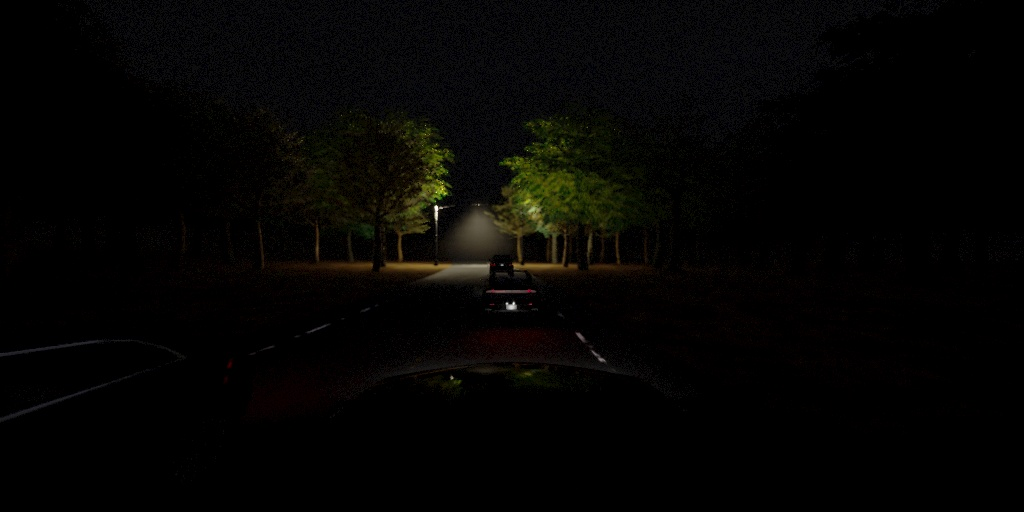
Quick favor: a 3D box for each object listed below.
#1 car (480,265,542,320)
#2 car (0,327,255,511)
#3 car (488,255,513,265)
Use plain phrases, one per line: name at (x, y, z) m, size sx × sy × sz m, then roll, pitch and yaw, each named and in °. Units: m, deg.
car at (-0.070, 1.226, 12.556) m, size 2.128 × 1.511 × 4.902 m, roll 0°, pitch 0°, yaw -1°
car at (-3.620, 1.244, 1.718) m, size 2.128 × 1.511 × 4.902 m, roll 0°, pitch 0°, yaw 0°
car at (-1.058, 0.883, 34.446) m, size 2.150 × 2.045 × 5.566 m, roll 0°, pitch 0°, yaw -4°
